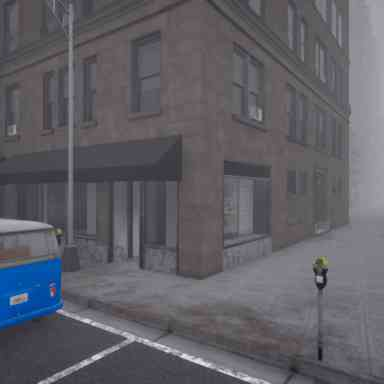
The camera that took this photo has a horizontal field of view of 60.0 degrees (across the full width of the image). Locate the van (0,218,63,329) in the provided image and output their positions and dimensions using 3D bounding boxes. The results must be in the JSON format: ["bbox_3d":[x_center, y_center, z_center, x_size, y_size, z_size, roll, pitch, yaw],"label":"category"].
[{"bbox_3d":[-4.055,1.340,5.973,3.998,1.788,1.690,0,0,36],"label":"van"}]
